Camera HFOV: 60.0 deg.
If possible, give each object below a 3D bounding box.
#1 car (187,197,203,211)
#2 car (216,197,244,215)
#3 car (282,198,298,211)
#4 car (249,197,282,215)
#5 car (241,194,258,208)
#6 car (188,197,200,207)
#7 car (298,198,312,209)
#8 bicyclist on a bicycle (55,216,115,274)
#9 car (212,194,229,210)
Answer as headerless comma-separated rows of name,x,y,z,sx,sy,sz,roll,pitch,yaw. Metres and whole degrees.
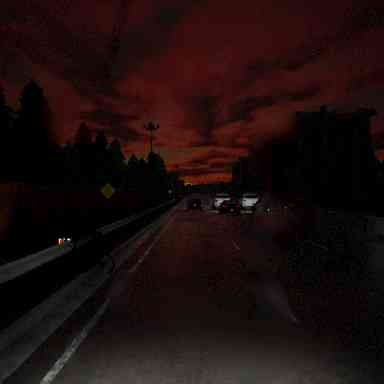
car,0.341,1.547,40.675,2.033,1.411,5.357,0,0,0
car,3.798,1.526,34.029,1.812,1.442,4.674,0,0,0
car,10.829,1.601,40.215,1.895,1.301,4.718,0,0,0
car,7.295,1.505,33.596,1.837,1.490,4.892,0,0,0
car,7.339,1.221,43.506,2.150,2.045,5.566,0,0,0
car,0.268,1.526,51.025,1.812,1.442,4.674,0,0,0
car,14.344,1.478,44.306,1.882,1.535,5.008,0,0,0
bicyclist on a bicycle,-2.909,1.491,9.100,1.656,1.620,0.582,4,0,-1
car,3.837,1.221,43.944,2.150,2.045,5.566,0,0,0
